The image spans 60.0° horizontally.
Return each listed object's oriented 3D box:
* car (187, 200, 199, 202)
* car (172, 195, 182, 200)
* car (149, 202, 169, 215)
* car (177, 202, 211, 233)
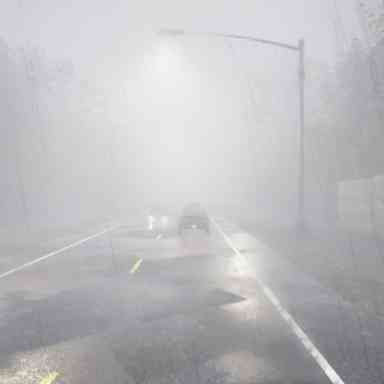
[{"bbox_3d":[0.126,1.732,40.375,1.882,1.535,5.008,0,0,0],"label":"car"},{"bbox_3d":[-3.450,1.414,77.321,2.097,1.767,4.553,0,0,0],"label":"car"},{"bbox_3d":[-3.569,1.826,36.759,1.895,1.301,4.718,0,0,0],"label":"car"},{"bbox_3d":[0.113,1.650,20.703,1.837,1.490,4.892,0,0,0],"label":"car"}]
